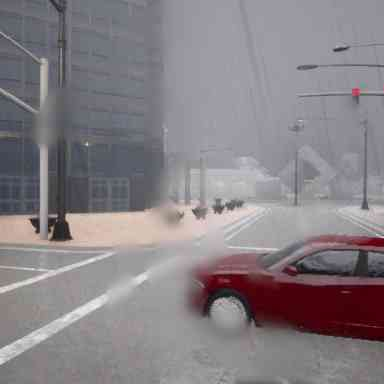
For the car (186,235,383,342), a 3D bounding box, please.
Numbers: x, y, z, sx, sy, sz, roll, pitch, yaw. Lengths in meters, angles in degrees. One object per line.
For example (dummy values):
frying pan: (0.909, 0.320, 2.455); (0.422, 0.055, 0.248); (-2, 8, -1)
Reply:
car: (2.366, 1.472, 5.522); (5.008, 1.535, 1.882); (0, 0, 17)
